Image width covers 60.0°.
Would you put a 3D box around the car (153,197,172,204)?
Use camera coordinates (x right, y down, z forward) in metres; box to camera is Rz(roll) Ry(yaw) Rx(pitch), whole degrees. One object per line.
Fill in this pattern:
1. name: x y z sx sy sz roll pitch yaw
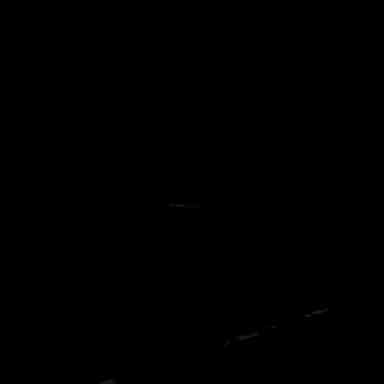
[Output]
1. car: -5.441 1.531 59.123 1.895 1.301 4.718 1 0 -35
